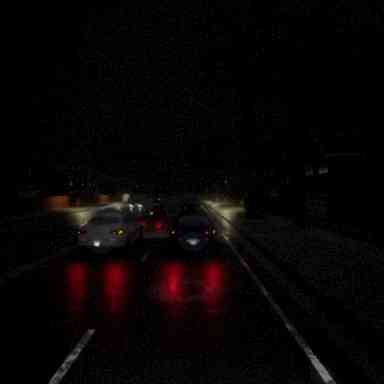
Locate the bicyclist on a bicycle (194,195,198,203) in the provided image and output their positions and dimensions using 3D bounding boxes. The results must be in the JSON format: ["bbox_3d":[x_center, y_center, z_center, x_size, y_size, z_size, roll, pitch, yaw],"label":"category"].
[{"bbox_3d":[0.964,1.494,73.205,0.866,1.612,1.509,0,0,0],"label":"bicyclist on a bicycle"}]

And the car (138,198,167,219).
[{"bbox_3d":[-3.170,1.493,28.551,1.812,1.442,4.674,0,0,1],"label":"car"}]

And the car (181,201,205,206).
[{"bbox_3d":[0.072,1.459,27.852,2.128,1.511,4.902,0,0,1],"label":"car"}]

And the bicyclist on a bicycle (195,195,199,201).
[{"bbox_3d":[0.959,1.402,64.203,0.659,1.776,1.843,0,0,0],"label":"bicyclist on a bicycle"}]

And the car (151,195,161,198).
[{"bbox_3d":[-6.484,1.372,59.117,2.097,1.767,4.553,0,0,1],"label":"car"}]

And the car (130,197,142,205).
[{"bbox_3d":[-9.732,1.546,59.075,1.812,1.442,4.674,0,0,1],"label":"car"}]

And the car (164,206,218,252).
[{"bbox_3d":[0.063,1.501,13.571,1.812,1.442,4.674,0,0,0],"label":"car"}]

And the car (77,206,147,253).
[{"bbox_3d":[-3.184,1.502,13.531,1.812,1.442,4.674,0,0,1],"label":"car"}]
